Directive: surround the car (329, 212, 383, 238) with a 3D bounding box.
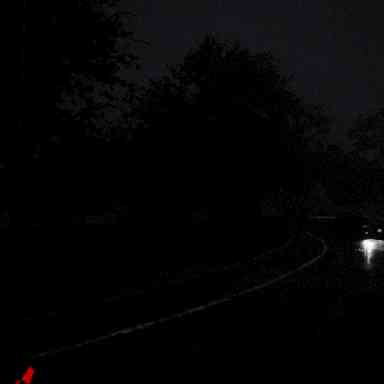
[{"bbox_3d":[10.056,1.936,20.081,1.994,1.385,4.181,1,-1,-4],"label":"car"}]

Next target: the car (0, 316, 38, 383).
[{"bbox_3d":[-3.183,1.567,1.929,4.181,1.385,1.994,0,0,-38],"label":"car"}]
